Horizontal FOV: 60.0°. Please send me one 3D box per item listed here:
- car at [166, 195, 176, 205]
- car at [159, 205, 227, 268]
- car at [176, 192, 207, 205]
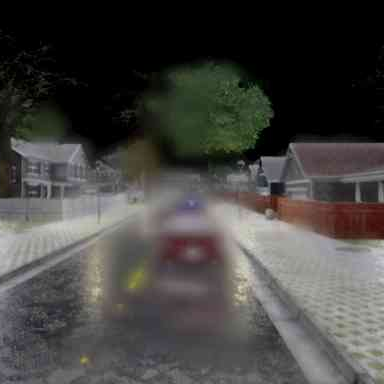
[{"bbox_3d":[-2.840,1.156,50.959,2.128,1.511,4.902,0,0,0],"label":"car"},{"bbox_3d":[0.047,1.407,11.018,1.882,1.535,5.008,0,0,1],"label":"car"},{"bbox_3d":[0.060,1.042,28.136,2.150,2.045,5.566,0,1,0],"label":"car"}]
